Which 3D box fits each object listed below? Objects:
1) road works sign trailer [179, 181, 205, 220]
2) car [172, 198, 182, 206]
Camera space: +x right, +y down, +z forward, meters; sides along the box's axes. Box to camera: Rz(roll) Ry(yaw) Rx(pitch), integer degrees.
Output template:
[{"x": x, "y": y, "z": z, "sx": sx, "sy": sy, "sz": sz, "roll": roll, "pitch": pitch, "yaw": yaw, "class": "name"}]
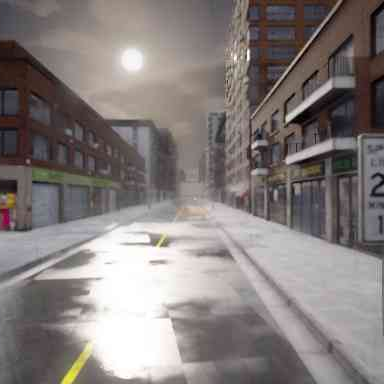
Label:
[{"x": -0.010, "y": 0.757, "z": 31.382, "sx": 2.380, "sy": 3.560, "sz": 2.880, "roll": 0, "pitch": -1, "yaw": 0, "class": "road works sign trailer"}, {"x": -3.023, "y": 2.039, "z": 71.007, "sx": 2.097, "sy": 1.767, "sz": 4.553, "roll": 0, "pitch": -1, "yaw": 0, "class": "car"}]
